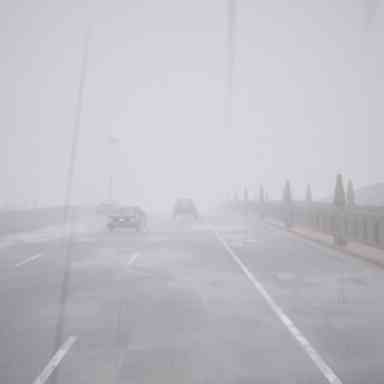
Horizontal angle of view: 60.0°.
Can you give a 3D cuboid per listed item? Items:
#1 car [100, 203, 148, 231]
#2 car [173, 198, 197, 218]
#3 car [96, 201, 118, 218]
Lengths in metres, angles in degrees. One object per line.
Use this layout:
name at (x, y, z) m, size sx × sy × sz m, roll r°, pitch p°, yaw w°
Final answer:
car at (-3.909, 1.579, 20.704) m, size 2.033 × 1.411 × 5.357 m, roll -1°, pitch 0°, yaw -1°
car at (-0.674, 1.383, 30.869) m, size 2.097 × 1.767 × 4.553 m, roll -1°, pitch -1°, yaw -1°
car at (-7.691, 1.597, 31.480) m, size 2.128 × 1.511 × 4.902 m, roll -1°, pitch -1°, yaw -1°
